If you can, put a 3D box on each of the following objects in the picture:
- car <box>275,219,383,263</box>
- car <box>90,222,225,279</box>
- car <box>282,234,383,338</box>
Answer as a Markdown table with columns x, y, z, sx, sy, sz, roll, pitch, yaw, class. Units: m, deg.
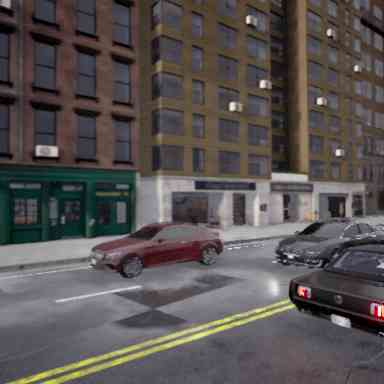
| x | y | z | sx | sy | sz | roll | pitch | yaw | class |
| --- | --- | --- | --- | --- | --- | --- | --- | --- | --- |
| 4.884 | 1.712 | 11.355 | 4.892 | 1.490 | 1.837 | 1 | -2 | -37 | car |
| -0.979 | 1.765 | 11.033 | 4.674 | 1.442 | 1.812 | 0 | -1 | -37 | car |
| 4.069 | 1.711 | 6.441 | 4.718 | 1.301 | 1.895 | 0 | -1 | -37 | car |
